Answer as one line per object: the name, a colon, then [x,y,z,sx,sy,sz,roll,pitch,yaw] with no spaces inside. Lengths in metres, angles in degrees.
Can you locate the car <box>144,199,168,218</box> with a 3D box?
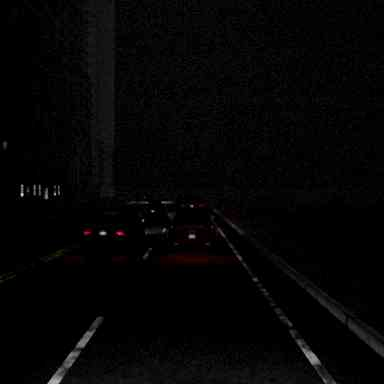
car: [-3.250,1.569,29.650,1.994,1.385,4.181,0,0,0]

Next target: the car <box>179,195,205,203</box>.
car: [0.000,1.255,29.681,2.150,2.045,5.566,0,0,0]

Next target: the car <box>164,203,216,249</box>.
car: [0.000,1.482,14.651,1.882,1.535,5.008,0,0,0]

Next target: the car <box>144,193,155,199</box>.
car: [-9.750,1.208,76.523,2.150,2.045,5.566,0,0,0]

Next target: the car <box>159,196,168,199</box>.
car: [-6.500,1.535,76.553,1.994,1.385,4.181,0,0,0]

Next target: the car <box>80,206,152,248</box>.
car: [-3.250,1.560,14.651,2.033,1.411,5.357,0,0,0]
